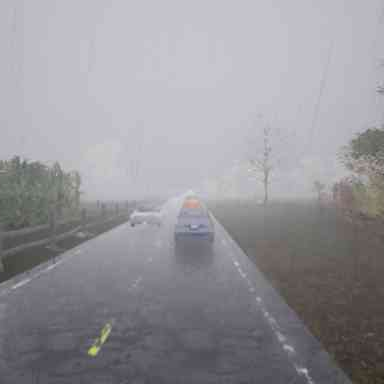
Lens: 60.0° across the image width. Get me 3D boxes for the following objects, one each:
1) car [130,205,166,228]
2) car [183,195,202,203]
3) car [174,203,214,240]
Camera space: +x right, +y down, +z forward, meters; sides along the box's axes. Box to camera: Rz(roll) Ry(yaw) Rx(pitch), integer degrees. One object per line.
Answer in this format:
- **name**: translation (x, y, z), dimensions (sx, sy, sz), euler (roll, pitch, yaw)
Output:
- **car**: translation (-2.755, 1.505, 21.496), dimensions (1.895, 1.301, 4.718), euler (0, 0, 0)
- **car**: translation (0.060, 1.168, 38.598), dimensions (2.097, 1.767, 4.553), euler (0, 0, 0)
- **car**: translation (0.098, 1.476, 16.373), dimensions (2.033, 1.411, 5.357), euler (0, 0, 0)
